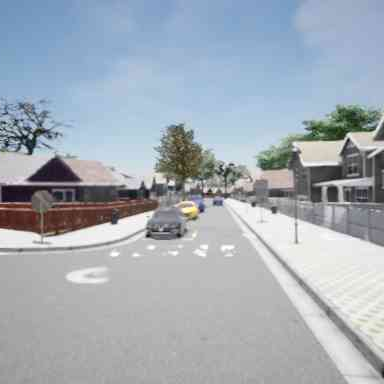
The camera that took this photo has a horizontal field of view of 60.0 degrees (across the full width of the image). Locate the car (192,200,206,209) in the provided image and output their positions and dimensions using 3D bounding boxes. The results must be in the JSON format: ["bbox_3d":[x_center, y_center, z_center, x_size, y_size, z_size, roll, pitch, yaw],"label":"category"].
[{"bbox_3d":[1.175,1.856,51.022,1.895,1.301,4.718,-1,0,5],"label":"car"}]

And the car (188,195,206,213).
[{"bbox_3d":[0.365,1.423,40.720,2.150,2.045,5.566,-1,-1,5],"label":"car"}]

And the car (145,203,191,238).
[{"bbox_3d":[-1.321,1.603,18.437,1.837,1.490,4.892,-1,-1,4],"label":"car"}]

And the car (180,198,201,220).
[{"bbox_3d":[-0.470,1.623,29.760,1.882,1.535,5.008,-1,0,4],"label":"car"}]

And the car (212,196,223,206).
[{"bbox_3d":[4.795,1.765,61.783,1.882,1.535,5.008,-1,0,4],"label":"car"}]
